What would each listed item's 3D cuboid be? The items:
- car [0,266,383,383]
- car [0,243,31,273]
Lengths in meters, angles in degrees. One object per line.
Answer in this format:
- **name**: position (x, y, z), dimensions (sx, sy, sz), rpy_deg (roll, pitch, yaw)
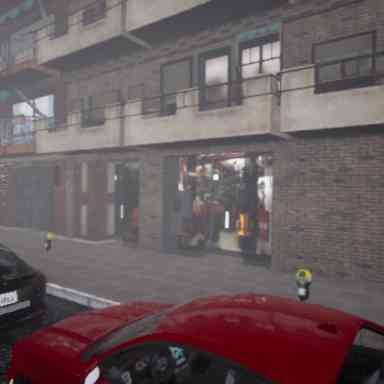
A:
- **car**: position (0.282, 1.541, 2.618), dimensions (4.507, 1.381, 1.887), rpy_deg (0, 1, 36)
- **car**: position (-4.324, 1.546, 5.914), dimensions (4.313, 1.339, 1.947), rpy_deg (0, 1, 36)
